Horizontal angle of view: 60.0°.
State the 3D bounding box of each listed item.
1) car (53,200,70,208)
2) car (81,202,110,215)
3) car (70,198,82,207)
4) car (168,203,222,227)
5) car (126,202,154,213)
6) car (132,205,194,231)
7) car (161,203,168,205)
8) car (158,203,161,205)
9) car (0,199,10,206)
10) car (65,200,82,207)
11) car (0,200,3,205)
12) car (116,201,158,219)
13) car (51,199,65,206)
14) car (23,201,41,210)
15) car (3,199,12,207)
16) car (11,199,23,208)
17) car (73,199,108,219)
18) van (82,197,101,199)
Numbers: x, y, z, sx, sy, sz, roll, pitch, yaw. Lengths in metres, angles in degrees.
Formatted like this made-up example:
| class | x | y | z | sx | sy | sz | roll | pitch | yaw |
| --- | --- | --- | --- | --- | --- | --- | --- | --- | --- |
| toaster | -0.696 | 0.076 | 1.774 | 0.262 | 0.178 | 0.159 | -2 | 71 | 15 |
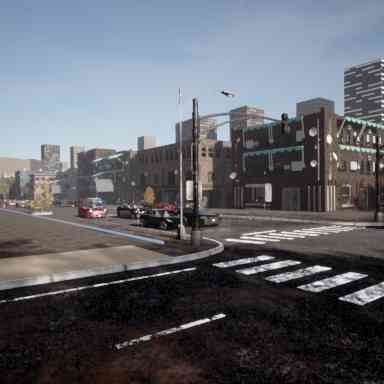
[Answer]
| class | x | y | z | sx | sy | sz | roll | pitch | yaw |
| --- | --- | --- | --- | --- | --- | --- | --- | --- | --- |
| car | -24.828 | 2.186 | 63.325 | 2.128 | 1.511 | 4.902 | -1 | -1 | -37 |
| car | -11.839 | 1.975 | 40.619 | 1.812 | 1.442 | 4.674 | -1 | 0 | -36 |
| car | -20.112 | 1.940 | 61.324 | 2.192 | 1.841 | 5.009 | -1 | 0 | -37 |
| car | 0.262 | 1.783 | 24.384 | 1.994 | 1.385 | 4.181 | -1 | 0 | -38 |
| car | -6.853 | 1.966 | 43.588 | 1.802 | 1.307 | 4.206 | -2 | 0 | -37 |
| car | -2.045 | 1.815 | 22.948 | 1.947 | 1.339 | 4.313 | -2 | 0 | -37 |
| car | -3.541 | 1.904 | 39.155 | 1.802 | 1.307 | 4.206 | -2 | 0 | -37 |
| car | -5.916 | 1.858 | 38.009 | 1.837 | 1.490 | 4.892 | -1 | 0 | -37 |
| car | -46.696 | 2.597 | 82.912 | 1.887 | 1.381 | 4.507 | -1 | 0 | -37 |
| car | -23.419 | 2.227 | 65.759 | 1.887 | 1.381 | 4.507 | -1 | 0 | -37 |
| car | -43.383 | 2.547 | 78.478 | 2.008 | 1.369 | 4.403 | -1 | 0 | -37 |
| car | -5.718 | 1.825 | 32.412 | 2.128 | 1.511 | 4.902 | -1 | 0 | -37 |
| car | -30.045 | 2.364 | 74.628 | 1.947 | 1.339 | 4.313 | -1 | 0 | -37 |
| car | -26.717 | 2.233 | 56.171 | 1.752 | 1.417 | 4.829 | -1 | 0 | -37 |
| car | -40.073 | 2.380 | 74.043 | 1.967 | 1.590 | 4.097 | -1 | 0 | -37 |
| car | -33.445 | 2.376 | 65.176 | 2.008 | 1.369 | 4.403 | -1 | 0 | -37 |
| car | -10.256 | 1.846 | 34.136 | 1.967 | 1.590 | 4.097 | -2 | 0 | -37 |
| van | -16.798 | 1.907 | 56.890 | 1.690 | 1.788 | 3.998 | -1 | 0 | -37 |
